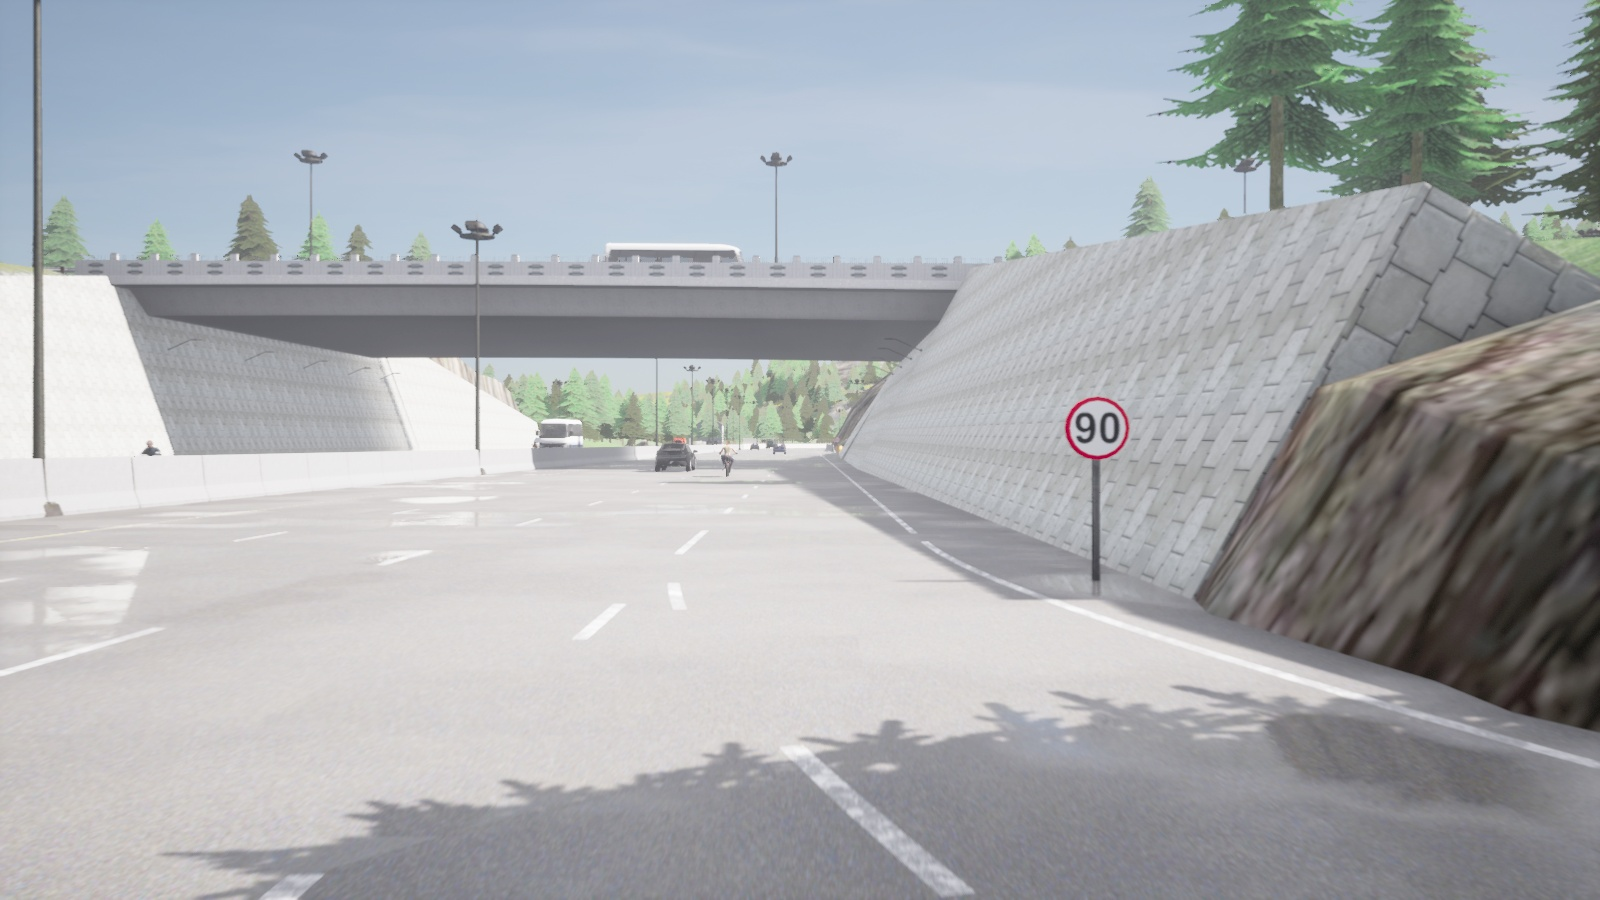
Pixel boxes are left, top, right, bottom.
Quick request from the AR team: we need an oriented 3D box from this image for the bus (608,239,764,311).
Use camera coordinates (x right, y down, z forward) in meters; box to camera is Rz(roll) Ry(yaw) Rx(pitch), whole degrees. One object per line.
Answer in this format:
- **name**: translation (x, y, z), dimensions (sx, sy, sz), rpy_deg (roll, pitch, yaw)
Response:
- **bus**: translation (-7.718, -11.972, 86.230), dimensions (10.273, 4.253, 3.944), rpy_deg (1, 0, 1)

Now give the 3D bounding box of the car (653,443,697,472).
- **car**: translation (-6.604, 0.369, 66.884), dimensions (1.837, 1.490, 4.892), rpy_deg (0, 0, 0)
